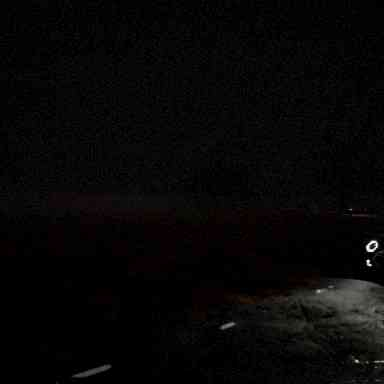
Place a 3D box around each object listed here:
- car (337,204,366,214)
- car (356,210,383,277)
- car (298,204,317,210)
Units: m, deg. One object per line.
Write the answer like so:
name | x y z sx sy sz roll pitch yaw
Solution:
car | 23.194 2.508 49.219 1.837 1.490 4.892 2 -2 2
car | 6.756 1.513 9.989 2.097 1.767 4.553 0 -1 41
car | 24.305 3.096 70.140 1.895 1.301 4.718 2 -1 -10
